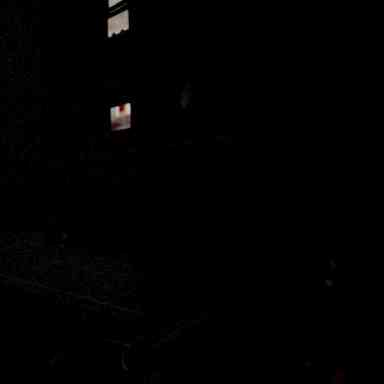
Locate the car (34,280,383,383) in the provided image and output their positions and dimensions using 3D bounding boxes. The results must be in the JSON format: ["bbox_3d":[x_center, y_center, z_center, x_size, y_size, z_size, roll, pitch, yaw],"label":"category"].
[{"bbox_3d":[0.577,1.448,2.482,4.097,1.590,1.967,-1,-1,36],"label":"car"}]
